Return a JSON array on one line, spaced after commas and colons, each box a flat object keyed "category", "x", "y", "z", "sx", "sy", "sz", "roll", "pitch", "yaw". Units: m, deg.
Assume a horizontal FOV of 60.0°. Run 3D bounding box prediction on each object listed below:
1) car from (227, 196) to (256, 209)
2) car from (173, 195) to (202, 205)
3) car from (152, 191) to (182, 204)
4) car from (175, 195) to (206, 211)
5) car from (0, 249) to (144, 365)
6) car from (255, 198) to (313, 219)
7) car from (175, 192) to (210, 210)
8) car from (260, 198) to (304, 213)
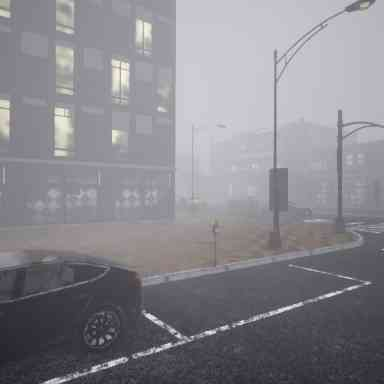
[{"category": "car", "x": 5.892, "y": 1.130, "z": 38.661, "sx": 1.967, "sy": 1.590, "sz": 4.097, "roll": 1, "pitch": 0, "yaw": -36}, {"category": "car", "x": -0.691, "y": 1.101, "z": 47.589, "sx": 2.008, "sy": 1.369, "sz": 4.403, "roll": 1, "pitch": 0, "yaw": -36}, {"category": "car", "x": -3.977, "y": 0.793, "z": 52.052, "sx": 2.192, "sy": 1.841, "sz": 5.009, "roll": 1, "pitch": 0, "yaw": -36}, {"category": "car", "x": -0.855, "y": 1.230, "z": 33.688, "sx": 1.802, "sy": 1.307, "sz": 4.206, "roll": 1, "pitch": 0, "yaw": -36}, {"category": "car", "x": -2.756, "y": 1.566, "z": 4.588, "sx": 4.313, "sy": 1.339, "sz": 1.947, "roll": 0, "pitch": 0, "yaw": -36}, {"category": "car", "x": 7.510, "y": 1.356, "z": 26.694, "sx": 1.994, "sy": 1.385, "sz": 4.181, "roll": 0, "pitch": 1, "yaw": -36}, {"category": "car", "x": -0.015, "y": 1.113, "z": 36.900, "sx": 1.882, "sy": 1.535, "sz": 5.008, "roll": 0, "pitch": 0, "yaw": -36}, {"category": "car", "x": 9.182, "y": 1.340, "z": 34.195, "sx": 1.802, "sy": 1.307, "sz": 4.206, "roll": 1, "pitch": 0, "yaw": -36}]
